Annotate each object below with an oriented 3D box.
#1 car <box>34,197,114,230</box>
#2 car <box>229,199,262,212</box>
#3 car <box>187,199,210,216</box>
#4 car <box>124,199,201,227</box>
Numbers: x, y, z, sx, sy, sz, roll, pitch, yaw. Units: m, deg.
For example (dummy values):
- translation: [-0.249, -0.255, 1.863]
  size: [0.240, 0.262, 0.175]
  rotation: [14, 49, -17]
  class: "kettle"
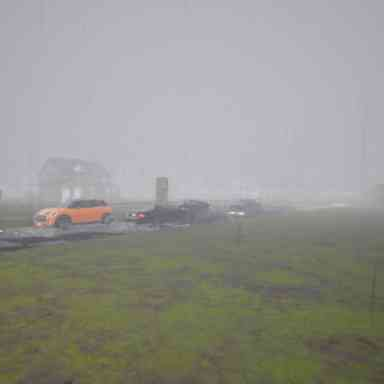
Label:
- translation: [-7.030, 1.194, 20.078]
  size: [2.097, 1.767, 4.553]
  rotation: [1, 0, 38]
  class: "car"
- translation: [6.286, 1.482, 38.410]
  size: [2.033, 1.411, 5.357]
  rotation: [1, 0, 36]
  class: "car"
- translation: [-0.260, 1.379, 29.344]
  size: [2.128, 1.511, 4.902]
  rotation: [1, 0, 36]
  class: "car"
- translation: [-1.996, 1.446, 22.076]
  size: [2.033, 1.411, 5.357]
  rotation: [1, 0, 37]
  class: "car"
